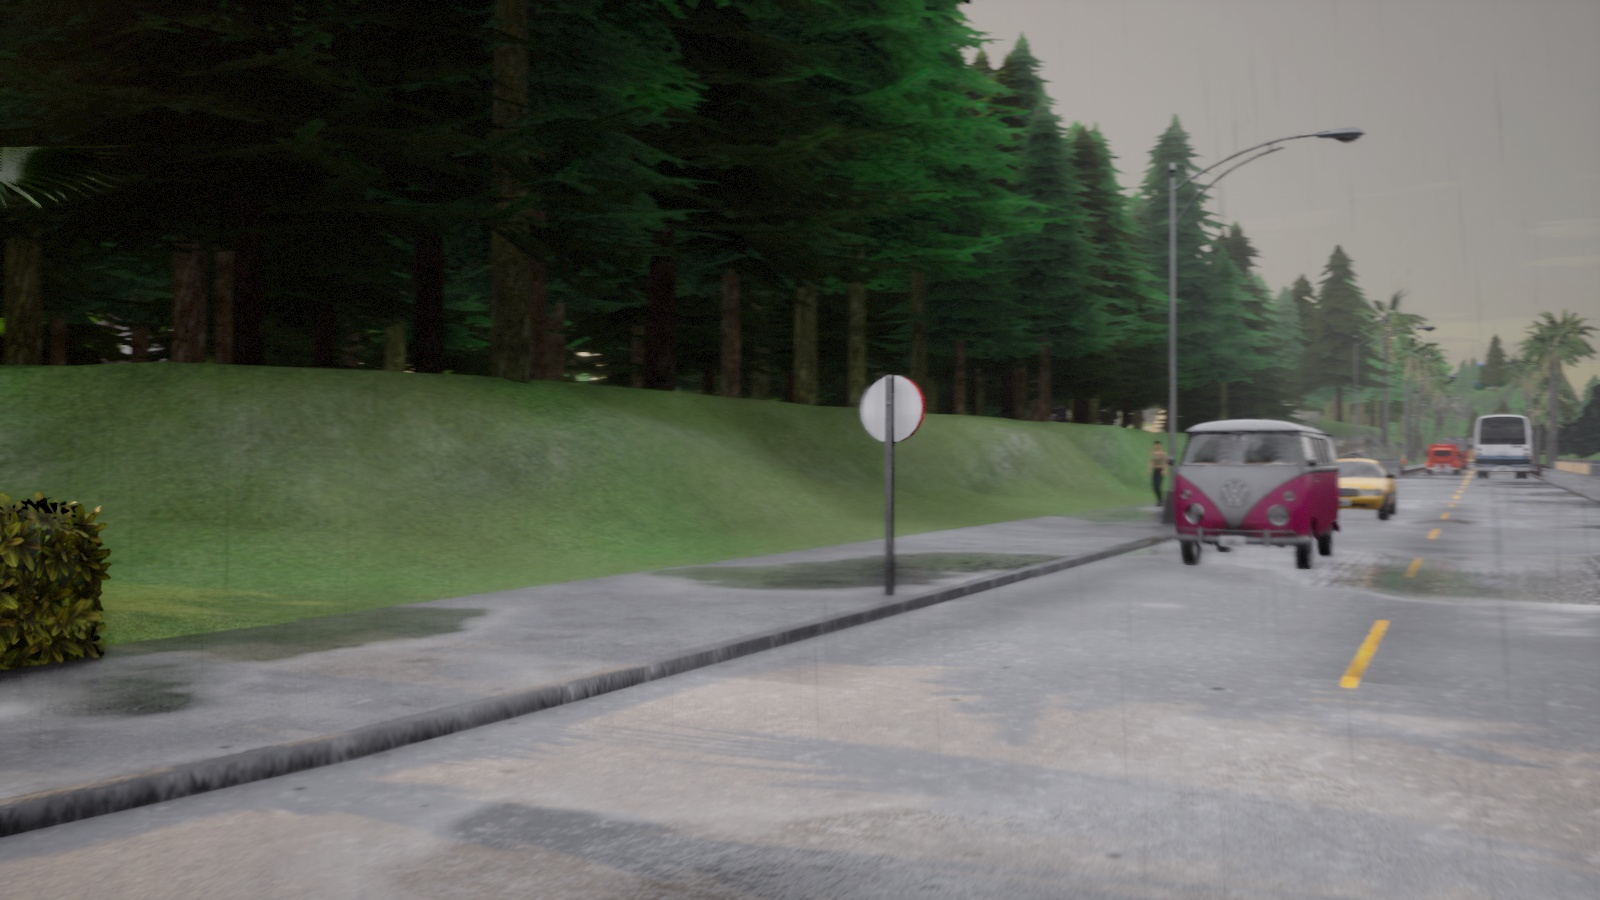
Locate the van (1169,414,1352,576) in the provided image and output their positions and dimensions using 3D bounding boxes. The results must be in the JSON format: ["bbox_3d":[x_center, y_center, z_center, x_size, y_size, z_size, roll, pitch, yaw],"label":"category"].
[{"bbox_3d":[6.625,0.563,17.763,1.775,1.987,4.442,0,-1,29],"label":"van"}]

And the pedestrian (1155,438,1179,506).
[{"bbox_3d":[10.058,0.591,34.409,0.594,1.836,0.345,0,0,-40],"label":"pedestrian"}]

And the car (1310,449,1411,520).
[{"bbox_3d":[13.797,0.786,30.743,1.801,1.575,5.366,0,0,29],"label":"car"}]
